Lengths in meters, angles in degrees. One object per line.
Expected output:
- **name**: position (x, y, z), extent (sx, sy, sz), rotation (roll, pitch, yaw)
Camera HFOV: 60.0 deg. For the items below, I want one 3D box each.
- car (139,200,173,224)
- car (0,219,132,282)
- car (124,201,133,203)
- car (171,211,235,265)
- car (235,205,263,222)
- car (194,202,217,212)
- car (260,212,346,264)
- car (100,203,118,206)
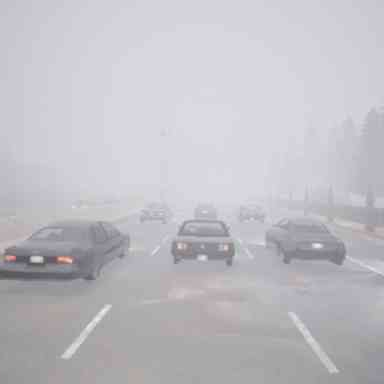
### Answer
- **car**: position (-2.557, 1.490, 24.560), extent (2.033, 1.411, 5.357), rotation (1, 0, 3)
- **car**: position (-3.195, 1.484, 9.600), extent (2.033, 1.411, 5.357), rotation (1, 0, 3)
- **car**: position (-8.601, 1.420, 49.145), extent (1.895, 1.301, 4.718), rotation (1, 0, 3)
- **car**: position (0.415, 1.604, 11.786), extent (1.895, 1.301, 4.718), rotation (1, 0, 3)
- **car**: position (4.554, 1.676, 26.542), extent (1.895, 1.301, 4.718), rotation (1, 0, 3)
- **car**: position (1.165, 1.574, 28.813), extent (1.994, 1.385, 4.181), rotation (1, 0, 3)
- **car**: position (3.940, 1.631, 12.191), extent (1.994, 1.385, 4.181), rotation (1, 0, 3)
- **car**: position (-12.103, 1.279, 49.108), extent (1.812, 1.442, 4.674), rotation (1, 0, 3)
